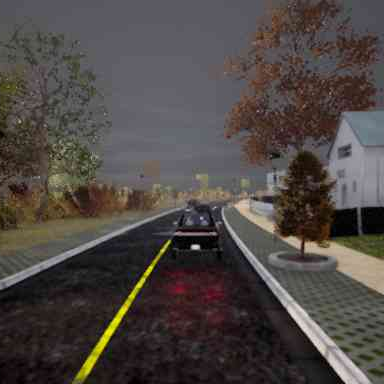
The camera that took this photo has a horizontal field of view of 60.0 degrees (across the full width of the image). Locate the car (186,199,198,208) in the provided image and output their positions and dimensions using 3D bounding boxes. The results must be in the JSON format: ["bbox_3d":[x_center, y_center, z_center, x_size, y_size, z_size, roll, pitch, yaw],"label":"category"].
[{"bbox_3d":[0.224,1.908,52.556,1.837,1.490,4.892,0,-1,7],"label":"car"}]

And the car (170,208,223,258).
[{"bbox_3d":[0.209,1.628,13.418,2.128,1.511,4.902,0,0,2],"label":"car"}]

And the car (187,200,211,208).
[{"bbox_3d":[0.890,1.767,28.350,1.837,1.490,4.892,0,0,4],"label":"car"}]
